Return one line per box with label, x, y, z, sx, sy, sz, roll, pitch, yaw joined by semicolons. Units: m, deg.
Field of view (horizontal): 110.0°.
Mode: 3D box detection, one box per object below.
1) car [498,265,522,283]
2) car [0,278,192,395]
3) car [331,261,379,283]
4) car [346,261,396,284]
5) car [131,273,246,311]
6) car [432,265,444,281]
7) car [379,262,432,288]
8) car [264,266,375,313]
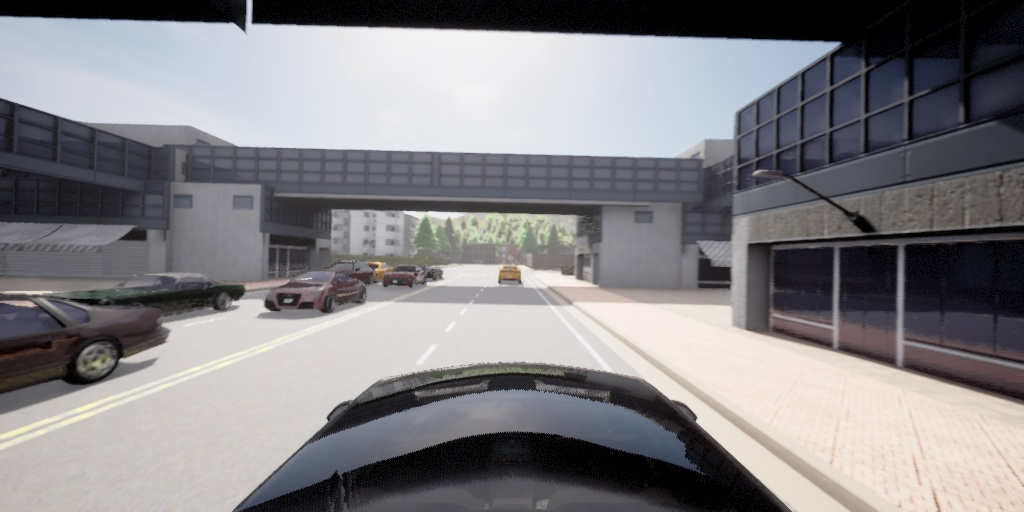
car;-0.176;1.511;31.322;1.882;1.535;5.008;1;-1;0
car;-7.039;1.157;4.017;2.033;1.411;5.357;1;-1;0
car;-10.576;1.099;22.808;2.097;1.767;4.553;1;0;1
car;-10.718;1.214;27.762;1.882;1.535;5.008;1;0;0
car;-10.598;1.189;10.787;1.895;1.301;4.718;1;-1;0
car;-7.229;1.444;31.179;1.895;1.301;4.718;1;0;0
car;-7.115;1.309;24.288;1.882;1.535;5.008;1;-1;0
car;-7.113;1.254;13.457;1.994;1.385;4.181;1;0;1
